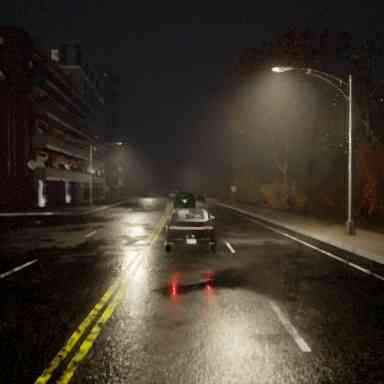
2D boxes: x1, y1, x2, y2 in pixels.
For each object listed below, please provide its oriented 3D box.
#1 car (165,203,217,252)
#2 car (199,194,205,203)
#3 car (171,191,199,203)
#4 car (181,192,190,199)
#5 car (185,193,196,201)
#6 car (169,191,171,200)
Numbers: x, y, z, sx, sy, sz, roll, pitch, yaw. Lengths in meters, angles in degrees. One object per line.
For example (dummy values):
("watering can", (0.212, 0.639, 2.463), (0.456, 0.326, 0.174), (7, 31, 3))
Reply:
("car", (-0.070, 1.395, 13.382), (2.128, 1.511, 4.902), (0, 0, -1))
("car", (1.090, 1.086, 54.656), (2.128, 1.511, 4.902), (0, 0, -5))
("car", (-0.818, 0.975, 34.165), (2.150, 2.045, 5.566), (0, 0, -3))
("car", (-1.611, 0.864, 81.029), (1.882, 1.535, 5.008), (0, 0, -7))
("car", (-0.337, 0.956, 69.493), (1.882, 1.535, 5.008), (0, 0, -6))
("car", (-3.749, 0.696, 70.877), (2.150, 2.045, 5.566), (0, 0, -6))
